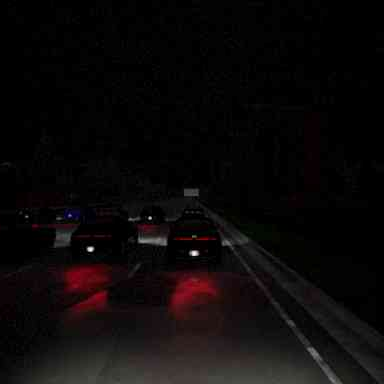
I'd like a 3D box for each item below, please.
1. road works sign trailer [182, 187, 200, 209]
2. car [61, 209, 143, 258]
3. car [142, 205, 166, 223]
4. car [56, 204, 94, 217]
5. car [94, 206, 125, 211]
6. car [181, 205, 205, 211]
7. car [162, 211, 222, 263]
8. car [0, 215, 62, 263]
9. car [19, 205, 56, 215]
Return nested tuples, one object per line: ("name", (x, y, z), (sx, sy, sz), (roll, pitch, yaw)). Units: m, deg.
("road works sign trailer", (-0.087, 1.101, 47.035), (2.380, 3.560, 2.880), (0, -1, 0))
("car", (-3.417, 1.692, 13.646), (1.837, 1.490, 4.892), (0, 0, 0))
("car", (-3.419, 1.905, 29.573), (1.837, 1.490, 4.892), (0, -1, 0))
("car", (-10.420, 1.895, 30.836), (1.882, 1.535, 5.008), (0, -1, 0))
("car", (-6.920, 1.967, 29.737), (1.994, 1.385, 4.181), (0, -1, 0))
("car", (0.080, 1.888, 29.260), (2.128, 1.511, 4.902), (0, -1, 0))
("car", (0.080, 1.677, 12.684), (1.837, 1.490, 4.892), (0, -1, 0))
("car", (-6.920, 1.773, 12.614), (1.895, 1.301, 4.718), (0, -1, 0))
("car", (-13.926, 1.936, 30.283), (1.812, 1.442, 4.674), (0, -1, 0))
